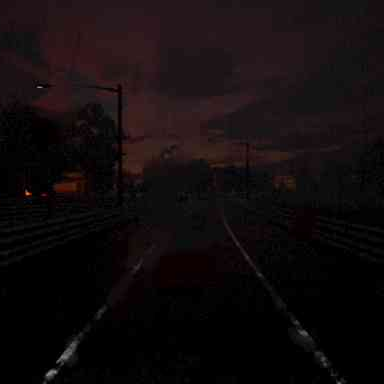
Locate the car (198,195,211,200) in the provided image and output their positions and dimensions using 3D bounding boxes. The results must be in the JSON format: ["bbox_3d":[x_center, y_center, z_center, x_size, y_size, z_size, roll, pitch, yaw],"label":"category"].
[{"bbox_3d":[3.716,1.446,86.881,1.994,1.385,4.181,0,0,17],"label":"car"}]

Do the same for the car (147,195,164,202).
[{"bbox_3d":[-6.694,1.365,62.615,1.812,1.442,4.674,0,0,15],"label":"car"}]

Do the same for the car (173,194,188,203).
[{"bbox_3d":[-2.219,1.197,65.878,2.097,1.767,4.553,0,0,15],"label":"car"}]

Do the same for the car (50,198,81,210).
[{"bbox_3d":[-13.103,1.344,36.414,1.994,1.385,4.181,0,0,13],"label":"car"}]

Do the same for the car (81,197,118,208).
[{"bbox_3d":[-9.605,1.284,36.024,1.837,1.490,4.892,0,0,13],"label":"car"}]

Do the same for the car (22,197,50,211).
[{"bbox_3d":[-16.602,1.286,36.817,1.837,1.490,4.892,0,0,13],"label":"car"}]

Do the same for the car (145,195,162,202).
[{"bbox_3d":[-8.134,1.360,70.851,1.837,1.490,4.892,0,0,15],"label":"car"}]
